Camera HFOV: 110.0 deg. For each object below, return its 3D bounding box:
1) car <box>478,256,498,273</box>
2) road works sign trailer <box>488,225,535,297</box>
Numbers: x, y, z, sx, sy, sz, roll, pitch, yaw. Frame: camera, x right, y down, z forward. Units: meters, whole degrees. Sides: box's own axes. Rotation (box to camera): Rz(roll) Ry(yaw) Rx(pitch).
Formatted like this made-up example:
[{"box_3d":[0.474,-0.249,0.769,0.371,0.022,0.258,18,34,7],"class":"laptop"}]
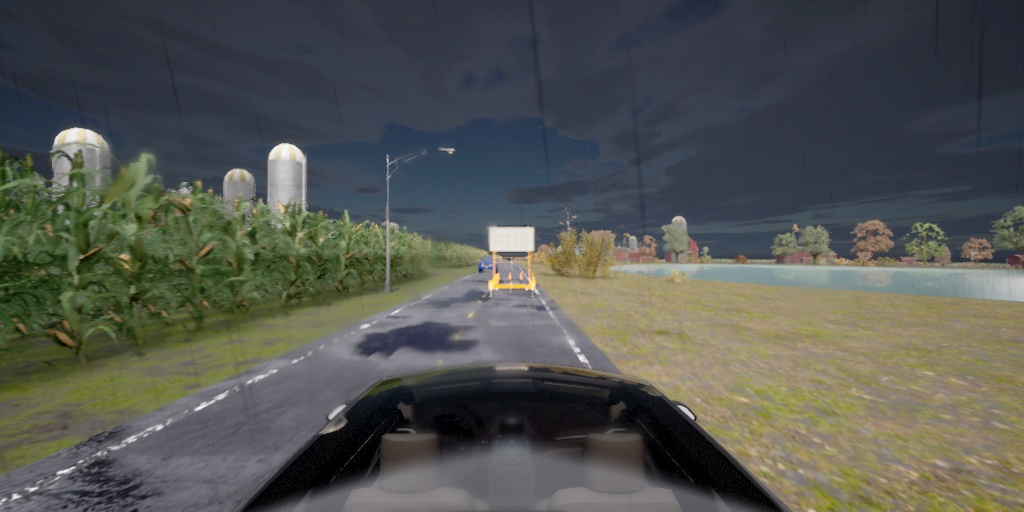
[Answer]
[{"box_3d":[-2.843,0.971,43.199,2.150,2.045,5.566,0,0,0],"class":"car"},{"box_3d":[-0.005,0.202,18.571,2.380,3.560,2.880,0,0,0],"class":"road works sign trailer"}]
